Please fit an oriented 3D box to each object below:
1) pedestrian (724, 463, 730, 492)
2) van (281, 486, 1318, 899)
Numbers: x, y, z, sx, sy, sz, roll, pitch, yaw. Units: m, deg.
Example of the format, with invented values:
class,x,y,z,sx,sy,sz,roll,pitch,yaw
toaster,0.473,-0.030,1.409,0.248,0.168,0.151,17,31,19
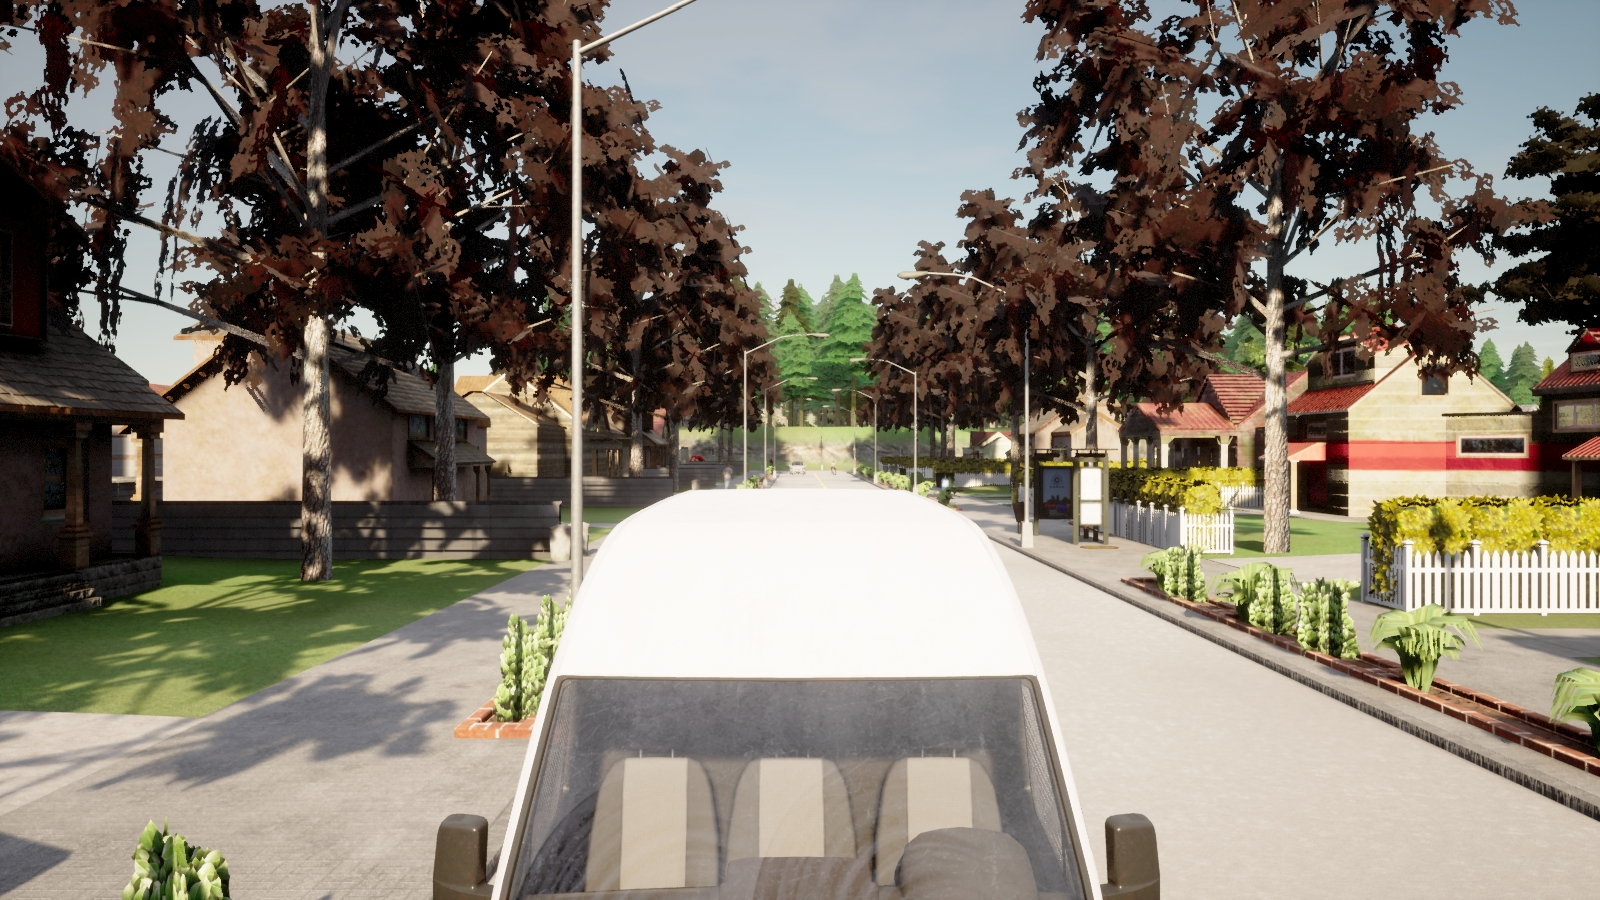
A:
class,x,y,z,sx,sy,sz,roll,pitch,yaw
pedestrian,-4.634,1.743,72.567,0.375,1.860,0.375,0,0,2
van,-0.006,1.534,5.149,1.988,2.561,5.915,0,0,0
